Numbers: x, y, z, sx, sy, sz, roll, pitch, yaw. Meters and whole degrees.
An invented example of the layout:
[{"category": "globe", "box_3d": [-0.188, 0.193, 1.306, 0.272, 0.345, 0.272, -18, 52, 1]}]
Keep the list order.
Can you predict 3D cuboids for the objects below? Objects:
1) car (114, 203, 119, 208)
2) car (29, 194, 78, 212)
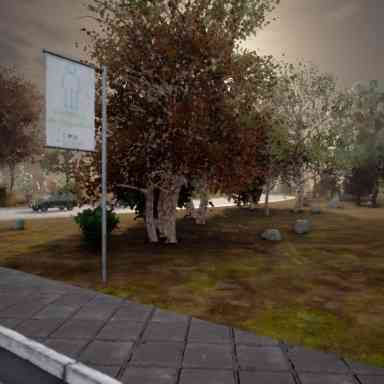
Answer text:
[{"category": "car", "box_3d": [-10.141, 1.462, 48.167, 1.837, 1.490, 4.892, 0, 0, 37]}, {"category": "car", "box_3d": [-16.531, 1.212, 39.939, 2.150, 2.045, 5.566, 0, 0, 38]}]
